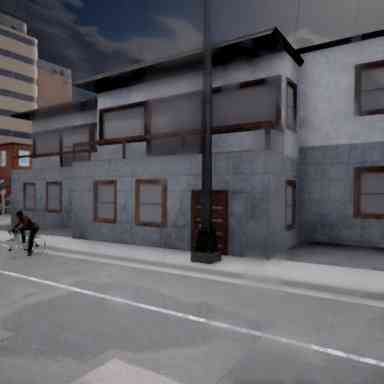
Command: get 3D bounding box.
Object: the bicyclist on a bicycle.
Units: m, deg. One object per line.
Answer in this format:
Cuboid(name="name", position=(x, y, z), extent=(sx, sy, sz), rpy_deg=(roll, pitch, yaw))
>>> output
Cuboid(name="bicyclist on a bicycle", position=(-5.909, 1.492, 11.690), extent=(0.582, 1.620, 1.656), rpy_deg=(0, 0, 34))
